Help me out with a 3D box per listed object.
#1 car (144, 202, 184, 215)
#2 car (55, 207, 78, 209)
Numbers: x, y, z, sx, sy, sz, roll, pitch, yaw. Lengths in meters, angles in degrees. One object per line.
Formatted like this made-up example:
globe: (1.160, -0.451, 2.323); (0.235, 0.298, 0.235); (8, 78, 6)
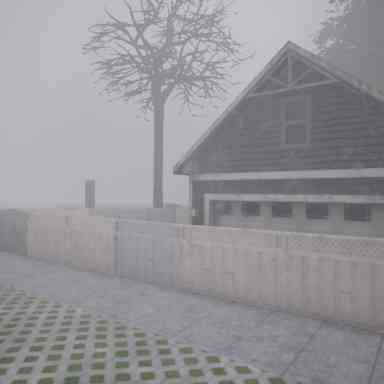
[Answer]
car: (-2.754, 1.861, 34.151); (1.882, 1.535, 5.008); (0, 0, 35)
car: (-9.588, 1.817, 24.451); (1.895, 1.301, 4.718); (0, -1, 35)
